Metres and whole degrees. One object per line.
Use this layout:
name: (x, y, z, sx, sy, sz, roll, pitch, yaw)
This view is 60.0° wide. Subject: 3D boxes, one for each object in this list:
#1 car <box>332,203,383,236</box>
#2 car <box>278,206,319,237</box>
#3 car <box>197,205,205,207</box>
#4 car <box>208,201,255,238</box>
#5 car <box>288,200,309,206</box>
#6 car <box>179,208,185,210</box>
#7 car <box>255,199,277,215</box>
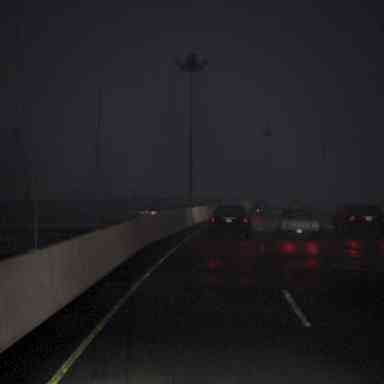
car: (9.585, 1.435, 19.242, 2.097, 1.767, 4.553, 0, 0, 12)
car: (5.859, 1.671, 18.833, 1.895, 1.301, 4.718, 0, 0, 12)
car: (2.029, 1.614, 40.965, 2.128, 1.511, 4.902, 0, 0, 25)
car: (2.205, 1.410, 18.171, 2.097, 1.767, 4.553, 0, 0, 11)
car: (11.320, 1.638, 35.564, 1.837, 1.490, 4.892, 0, 0, 23)
car: (-1.090, 1.666, 42.672, 2.033, 1.411, 5.357, 0, 0, 25)
car: (7.522, 1.628, 35.574, 1.837, 1.490, 4.892, 0, 0, 22)
